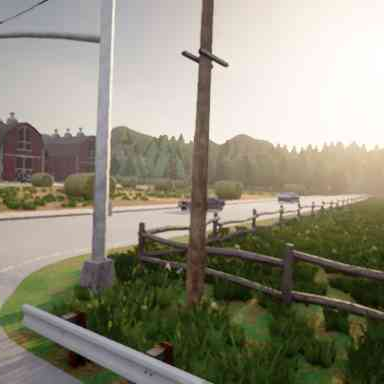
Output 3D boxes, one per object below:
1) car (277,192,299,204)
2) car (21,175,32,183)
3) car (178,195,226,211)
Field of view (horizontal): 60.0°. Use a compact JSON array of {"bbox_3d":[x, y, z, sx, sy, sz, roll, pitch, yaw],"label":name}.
[{"bbox_3d":[13.471,0.772,46.295,1.882,1.535,5.008,4,2,34],"label":"car"},{"bbox_3d":[-39.400,-2.994,79.745,1.905,1.878,3.866,8,2,-13],"label":"car"},{"bbox_3d":[0.900,0.930,27.370,1.895,1.301,4.718,4,2,33],"label":"car"}]
